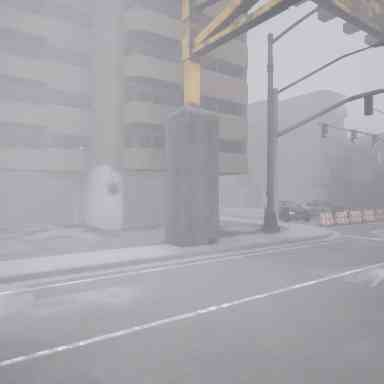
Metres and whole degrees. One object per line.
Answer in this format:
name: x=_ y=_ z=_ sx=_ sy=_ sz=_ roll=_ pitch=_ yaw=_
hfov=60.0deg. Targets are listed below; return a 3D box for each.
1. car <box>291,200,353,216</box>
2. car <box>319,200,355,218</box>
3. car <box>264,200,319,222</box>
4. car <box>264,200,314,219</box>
car: x=10.962 y=1.295 z=28.162 sx=4.536 sy=1.218 sz=1.853 roll=0 pitch=0 yaw=34
car: x=11.006 y=1.453 z=28.134 sx=4.974 sy=1.542 sz=2.038 roll=0 pitch=0 yaw=34
car: x=7.439 y=1.453 z=25.969 sx=2.038 sy=1.542 sz=4.974 roll=0 pitch=0 yaw=-11
car: x=7.429 y=1.295 z=26.020 sx=1.853 sy=1.218 sz=4.536 roll=0 pitch=0 yaw=-11
